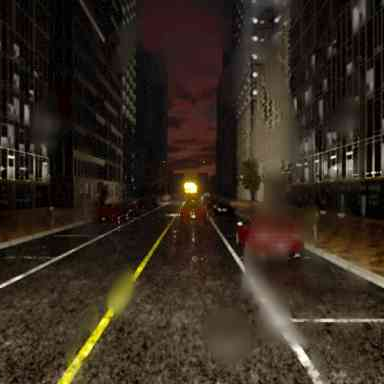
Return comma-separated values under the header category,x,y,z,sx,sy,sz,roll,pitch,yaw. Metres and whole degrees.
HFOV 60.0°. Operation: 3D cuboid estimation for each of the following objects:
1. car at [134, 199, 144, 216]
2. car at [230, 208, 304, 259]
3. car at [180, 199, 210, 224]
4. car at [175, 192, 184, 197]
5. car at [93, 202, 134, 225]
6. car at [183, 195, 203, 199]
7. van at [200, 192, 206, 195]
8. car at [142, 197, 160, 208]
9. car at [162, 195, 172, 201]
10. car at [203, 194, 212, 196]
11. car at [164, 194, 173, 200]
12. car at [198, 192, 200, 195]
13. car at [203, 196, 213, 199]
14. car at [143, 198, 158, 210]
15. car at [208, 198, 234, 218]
category,x,y,z,sx,sy,sz,roll,pitch,yaw
car,-5.691,1.510,29.318,1.802,1.307,4.206,0,0,0
car,2.691,1.518,12.234,1.887,1.381,4.507,0,0,0
car,0.098,1.468,24.257,1.812,1.442,4.674,0,0,0
car,-3.006,0.730,79.057,2.097,1.767,4.553,0,0,0
car,-5.690,1.489,23.625,1.887,1.381,4.507,0,0,0
car,0.097,1.397,41.140,1.837,1.490,4.892,0,0,0
van,2.689,1.180,57.773,1.690,1.788,3.998,0,0,0
car,-5.692,1.443,46.396,1.947,1.339,4.313,0,0,0
car,-5.694,1.302,74.688,1.752,1.417,4.829,0,0,0
car,2.689,1.424,52.080,1.947,1.339,4.313,0,0,0
car,-5.694,1.305,80.552,2.008,1.369,4.403,0,0,0
car,2.688,1.259,63.464,1.967,1.590,4.097,0,0,0
car,2.689,1.460,40.695,1.947,1.339,4.313,0,0,0
car,-5.691,1.439,40.703,1.887,1.381,4.507,0,0,0
car,2.690,1.494,29.311,1.947,1.339,4.313,0,0,0
